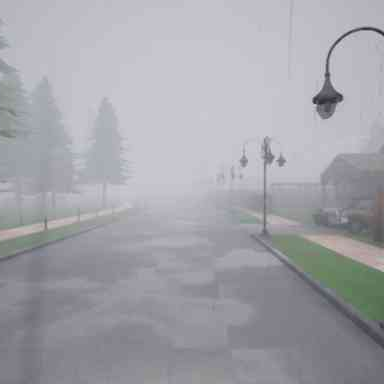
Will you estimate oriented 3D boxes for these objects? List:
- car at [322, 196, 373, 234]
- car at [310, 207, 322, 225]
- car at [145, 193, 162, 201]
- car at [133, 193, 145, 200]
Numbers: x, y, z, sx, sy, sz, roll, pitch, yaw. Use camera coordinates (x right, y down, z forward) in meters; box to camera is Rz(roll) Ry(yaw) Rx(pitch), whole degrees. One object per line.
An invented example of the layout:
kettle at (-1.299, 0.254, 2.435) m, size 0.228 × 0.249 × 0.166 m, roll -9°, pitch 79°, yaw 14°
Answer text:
car at (9.651, 1.189, 17.421) m, size 4.605 × 1.855 × 1.932 m, roll 0°, pitch 0°, yaw 1°
car at (9.305, 1.189, 19.941) m, size 3.866 × 1.878 × 1.905 m, roll 0°, pitch 0°, yaw 1°
car at (-8.918, 1.188, 80.011) m, size 2.150 × 2.045 × 5.566 m, roll 0°, pitch 0°, yaw -26°
car at (-13.988, 1.159, 89.389) m, size 2.150 × 2.045 × 5.566 m, roll 0°, pitch 0°, yaw -32°
